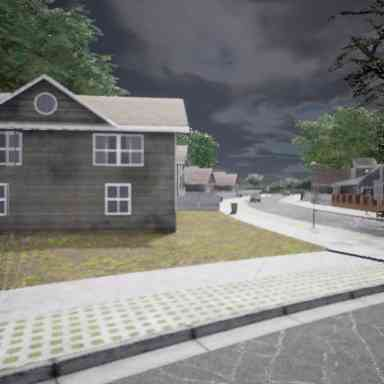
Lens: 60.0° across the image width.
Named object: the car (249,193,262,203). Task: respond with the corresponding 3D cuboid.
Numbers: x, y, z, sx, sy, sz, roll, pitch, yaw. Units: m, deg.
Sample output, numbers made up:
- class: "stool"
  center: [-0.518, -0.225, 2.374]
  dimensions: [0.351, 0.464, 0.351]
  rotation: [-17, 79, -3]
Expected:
- class: "car"
  center: [11.017, 1.021, 57.468]
  dimensions: [1.837, 1.490, 4.892]
  rotation: [0, 1, 11]
